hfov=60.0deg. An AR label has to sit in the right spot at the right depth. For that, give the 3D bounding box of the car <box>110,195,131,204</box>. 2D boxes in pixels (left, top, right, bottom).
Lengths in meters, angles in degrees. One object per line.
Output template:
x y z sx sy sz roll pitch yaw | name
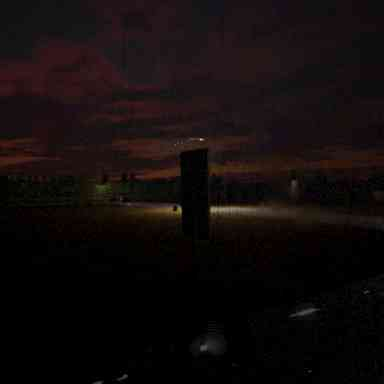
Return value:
-11.782 1.170 54.816 1.895 1.301 4.718 -2 1 -35 | car
